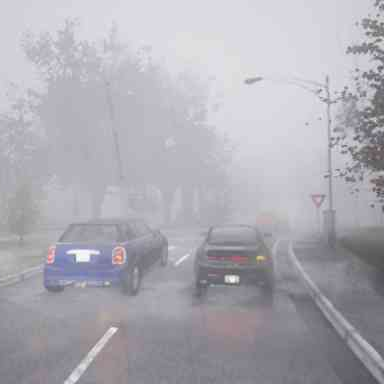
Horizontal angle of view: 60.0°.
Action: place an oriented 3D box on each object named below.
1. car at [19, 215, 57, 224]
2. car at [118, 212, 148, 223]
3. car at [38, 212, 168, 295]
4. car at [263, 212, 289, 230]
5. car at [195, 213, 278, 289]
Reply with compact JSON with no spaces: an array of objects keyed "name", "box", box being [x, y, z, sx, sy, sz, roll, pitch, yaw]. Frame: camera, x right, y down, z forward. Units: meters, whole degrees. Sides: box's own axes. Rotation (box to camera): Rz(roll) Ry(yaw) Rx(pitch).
[{"name":"car","box":[-25.952,4.641,56.211,2.033,1.411,5.357,-3,-5,40]},{"name":"car","box":[-11.283,4.867,63.703,5.566,2.045,2.150,0,-4,-5]},{"name":"car","box":[-2.063,1.465,9.301,2.097,1.767,4.553,-1,-1,8]},{"name":"car","box":[7.688,2.755,31.813,2.097,1.767,4.553,-2,-5,31]},{"name":"car","box":[1.215,1.595,9.448,1.837,1.490,4.892,-1,0,9]}]
